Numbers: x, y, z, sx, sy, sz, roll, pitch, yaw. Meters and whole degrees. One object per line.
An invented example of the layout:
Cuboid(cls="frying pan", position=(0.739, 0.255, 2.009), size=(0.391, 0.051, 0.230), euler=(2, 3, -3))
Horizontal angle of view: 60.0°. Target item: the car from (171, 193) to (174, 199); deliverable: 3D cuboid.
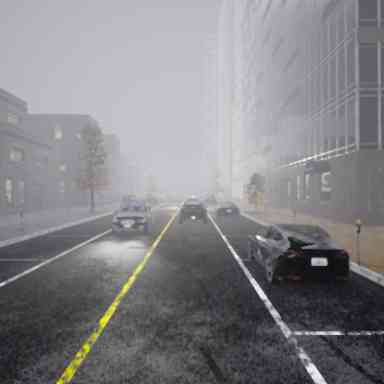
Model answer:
Cuboid(cls="car", position=(-5.714, 0.882, 82.550), size=(1.967, 1.590, 4.097), euler=(1, 0, 0))

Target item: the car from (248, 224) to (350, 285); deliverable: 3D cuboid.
Cuboid(cls="car", position=(2.697, 1.502, 9.127), size=(1.947, 1.339, 4.313), euler=(1, 0, 0))

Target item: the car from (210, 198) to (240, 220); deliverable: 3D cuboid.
Cuboid(cls="car", position=(2.689, 1.387, 26.060), size=(1.947, 1.339, 4.313), euler=(1, 0, 0))

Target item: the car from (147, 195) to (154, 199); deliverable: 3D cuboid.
Cuboid(cls="car", position=(-5.696, 1.326, 37.401), size=(1.802, 1.307, 4.206), euler=(1, 0, 0))

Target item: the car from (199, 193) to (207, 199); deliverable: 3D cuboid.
Cuboid(cls="car", position=(2.664, 1.008, 82.499), size=(1.947, 1.339, 4.313), euler=(1, 0, 0))

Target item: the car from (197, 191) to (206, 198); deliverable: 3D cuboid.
Cuboid(cls="car", position=(2.671, 0.683, 93.785), size=(2.192, 1.841, 5.009), euler=(1, 0, 0))

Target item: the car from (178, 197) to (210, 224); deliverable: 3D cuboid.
Cuboid(cls="car", position=(0.088, 1.343, 23.404), size=(1.837, 1.490, 4.892), euler=(0, 0, 0))

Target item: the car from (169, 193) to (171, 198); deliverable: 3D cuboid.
Cuboid(cls="car", position=(-5.708, 1.098, 65.619), size=(1.887, 1.381, 4.507), euler=(1, 0, 0))

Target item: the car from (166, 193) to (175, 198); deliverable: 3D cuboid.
Cuboid(cls="car", position=(-5.719, 0.970, 88.195), size=(1.947, 1.339, 4.313), euler=(1, 0, 0))

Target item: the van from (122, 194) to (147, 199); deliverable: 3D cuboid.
Cuboid(cls="van", position=(-5.690, 1.123, 31.754), size=(1.690, 1.788, 3.998), euler=(1, 0, 0))

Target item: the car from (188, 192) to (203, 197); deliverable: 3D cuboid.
Cuboid(cls="car", position=(0.079, 1.174, 46.411), size=(2.128, 1.511, 4.902), euler=(0, 0, 0))

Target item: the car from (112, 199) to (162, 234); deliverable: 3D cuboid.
Cuboid(cls="car", position=(-3.106, 1.363, 18.510), size=(2.128, 1.511, 4.902), euler=(0, 0, 0))

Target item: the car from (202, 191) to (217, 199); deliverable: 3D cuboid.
Cuboid(cls="car", position=(2.681, 1.108, 48.635), size=(1.967, 1.590, 4.097), euler=(1, 0, 0))

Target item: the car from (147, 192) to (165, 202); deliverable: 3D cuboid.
Cuboid(cls="car", position=(-5.697, 0.982, 48.686), size=(2.192, 1.841, 5.009), euler=(1, 0, 0))

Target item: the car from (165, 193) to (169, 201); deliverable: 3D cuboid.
Cuboid(cls="car", position=(-5.706, 1.142, 59.975), size=(2.008, 1.369, 4.403), euler=(1, 0, 0))

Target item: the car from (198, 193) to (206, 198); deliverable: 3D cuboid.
Cuboid(cls="car", position=(2.665, 0.987, 88.143), size=(1.802, 1.307, 4.206), euler=(1, 0, 0))
